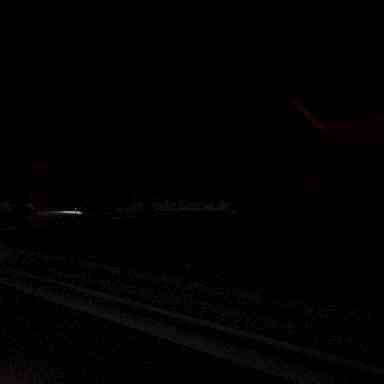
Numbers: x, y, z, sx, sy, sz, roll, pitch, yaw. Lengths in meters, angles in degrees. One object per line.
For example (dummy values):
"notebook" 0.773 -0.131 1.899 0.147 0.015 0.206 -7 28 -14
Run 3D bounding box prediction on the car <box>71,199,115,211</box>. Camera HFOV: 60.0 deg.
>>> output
"car" -11.965 1.547 40.640 2.033 1.411 5.357 0 0 34

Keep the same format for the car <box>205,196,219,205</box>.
"car" 3.516 1.505 58.522 1.837 1.490 4.892 0 0 14

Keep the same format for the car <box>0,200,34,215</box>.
"car" -17.726 1.526 32.074 1.812 1.442 4.674 0 0 34
